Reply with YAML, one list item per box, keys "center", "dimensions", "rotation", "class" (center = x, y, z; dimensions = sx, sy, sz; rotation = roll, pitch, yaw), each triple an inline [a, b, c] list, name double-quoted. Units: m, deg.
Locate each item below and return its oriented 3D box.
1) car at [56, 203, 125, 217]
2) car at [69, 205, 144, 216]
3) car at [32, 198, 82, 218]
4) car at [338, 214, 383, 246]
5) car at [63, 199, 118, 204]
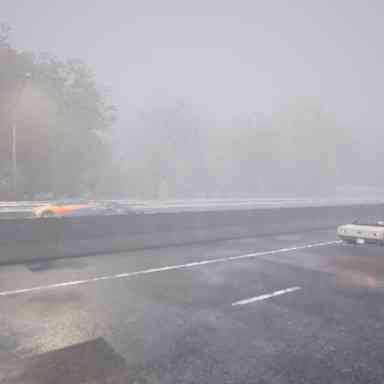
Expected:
- center: [-5.865, 1.598, 21.301]
  dimensions: [4.718, 1.301, 1.895]
  rotation: [0, 0, -35]
  class: "car"
- center: [-3.979, 1.599, 18.348]
  dimensions: [4.718, 1.301, 1.895]
  rotation: [0, 0, -35]
  class: "car"
- center: [-10.311, 1.349, 26.721]
  dimensions: [4.553, 1.767, 2.097]
  rotation: [0, 0, -35]
  class: "car"
- center: [8.301, 1.600, 14.092]
  dimensions: [4.718, 1.301, 1.895]
  rotation: [0, 0, -36]
  class: "car"
- center: [-6.663, 1.489, 25.026]
  dimensions: [4.902, 1.511, 2.128]
  rotation: [0, 0, -35]
  class: "car"
